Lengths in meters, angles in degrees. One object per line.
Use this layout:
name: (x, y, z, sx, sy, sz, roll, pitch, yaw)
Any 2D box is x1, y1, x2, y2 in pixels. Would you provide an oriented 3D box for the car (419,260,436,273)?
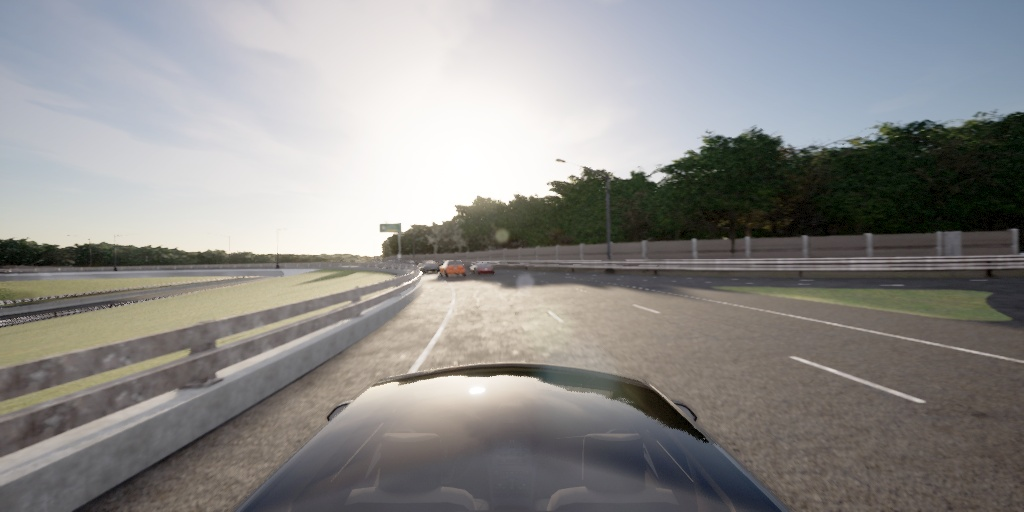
car: (-11.314, 1.544, 49.314, 1.994, 1.385, 4.181, -1, 0, -29)

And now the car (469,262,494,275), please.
car: (-3.492, 1.383, 40.242, 1.994, 1.385, 4.181, -1, 0, -21)

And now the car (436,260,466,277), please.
car: (-6.368, 1.231, 37.973, 2.097, 1.767, 4.553, -1, 0, -20)
